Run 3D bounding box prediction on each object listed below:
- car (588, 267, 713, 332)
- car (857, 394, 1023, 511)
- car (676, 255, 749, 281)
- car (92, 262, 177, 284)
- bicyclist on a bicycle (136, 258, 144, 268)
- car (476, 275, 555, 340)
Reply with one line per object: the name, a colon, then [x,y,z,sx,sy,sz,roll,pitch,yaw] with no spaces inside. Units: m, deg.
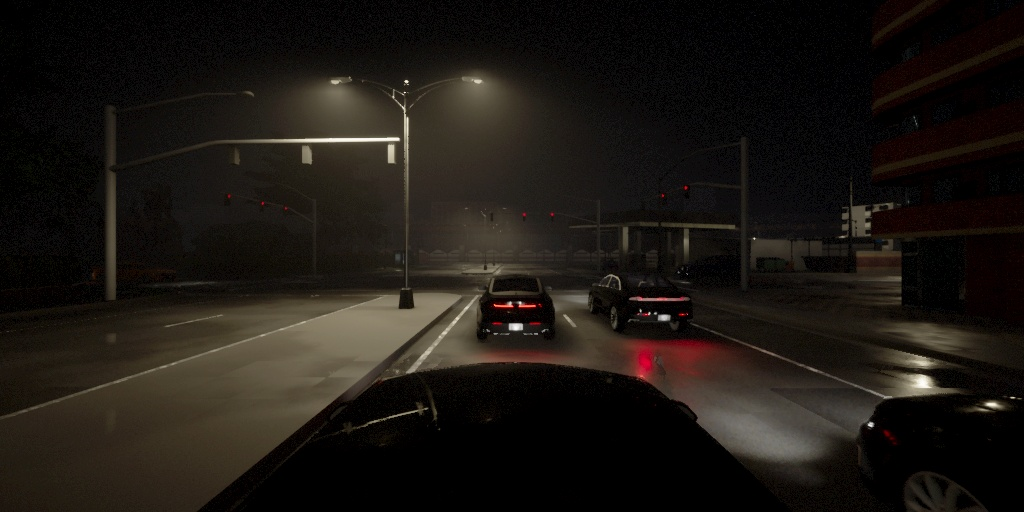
car: [3.604,1.241,10.871,2.128,1.511,4.902,0,0,0]
car: [3.599,1.253,0.744,1.837,1.490,4.892,0,0,0]
car: [16.628,0.965,29.864,5.566,2.045,2.150,-1,0,-1]
car: [-27.582,1.228,26.331,5.008,1.535,1.882,1,0,0]
bicyclist on a bicycle: [-38.222,1.053,36.751,0.582,1.620,1.656,0,0,0]
car: [0.097,1.255,10.016,1.837,1.490,4.892,0,0,0]
